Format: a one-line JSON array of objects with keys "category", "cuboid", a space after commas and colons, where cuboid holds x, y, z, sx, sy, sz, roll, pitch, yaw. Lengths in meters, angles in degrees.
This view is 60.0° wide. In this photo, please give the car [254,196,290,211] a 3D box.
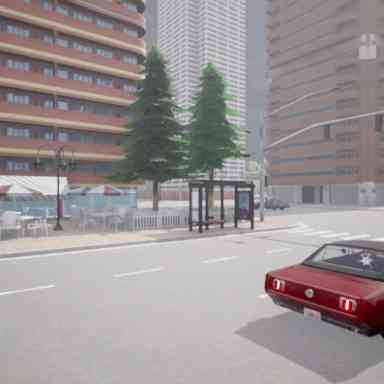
[{"category": "car", "cuboid": [9.975, 1.593, 42.735, 2.033, 1.411, 5.357, 0, 0, -36]}]

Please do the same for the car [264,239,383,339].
[{"category": "car", "cuboid": [3.663, 1.599, 6.421, 4.718, 1.301, 1.895, 0, 0, -36]}]
